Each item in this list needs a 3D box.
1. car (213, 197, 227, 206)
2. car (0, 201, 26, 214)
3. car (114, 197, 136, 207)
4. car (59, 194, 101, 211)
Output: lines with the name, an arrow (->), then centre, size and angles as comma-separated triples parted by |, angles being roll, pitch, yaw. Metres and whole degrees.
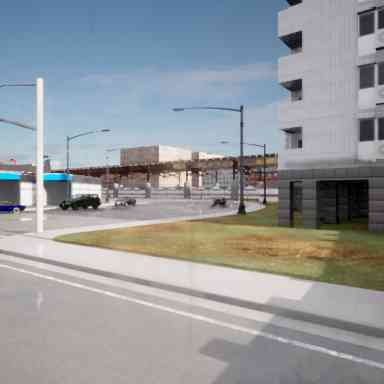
car -> 4.439, 1.505, 53.256 | 1.837, 1.490, 4.892 | 0, 0, 10
car -> -19.692, 1.601, 33.894 | 1.895, 1.301, 4.718 | 0, 0, 37
car -> -10.295, 1.492, 51.630 | 2.128, 1.511, 4.902 | 0, 0, 14
car -> -14.058, 1.221, 42.216 | 2.150, 2.045, 5.566 | 0, 0, 29
